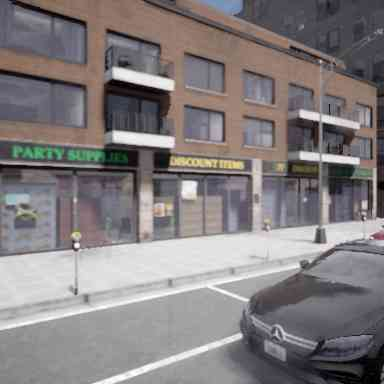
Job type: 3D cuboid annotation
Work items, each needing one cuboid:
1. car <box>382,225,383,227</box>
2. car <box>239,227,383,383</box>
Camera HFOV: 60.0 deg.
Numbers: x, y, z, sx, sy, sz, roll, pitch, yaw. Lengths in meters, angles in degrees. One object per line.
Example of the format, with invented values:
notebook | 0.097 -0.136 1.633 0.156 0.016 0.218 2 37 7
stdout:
car | 7.932 1.563 11.844 4.206 1.307 1.802 0 0 -35
car | 2.825 1.518 5.087 4.674 1.442 1.812 0 0 -36
